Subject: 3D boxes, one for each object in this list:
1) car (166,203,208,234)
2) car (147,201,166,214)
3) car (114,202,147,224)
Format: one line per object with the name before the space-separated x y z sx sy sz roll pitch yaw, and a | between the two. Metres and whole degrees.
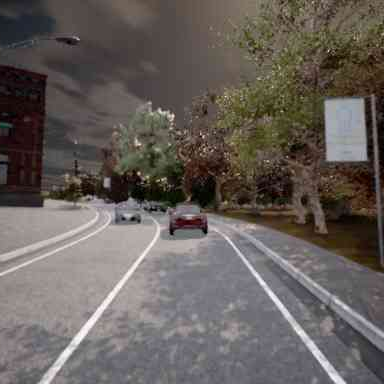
car | -0.325 1.403 19.755 2.097 1.767 4.553 1 0 -5
car | -4.278 1.681 37.023 1.895 1.301 4.718 2 -1 -21
car | -4.781 1.497 25.038 2.128 1.511 4.902 1 0 -11
